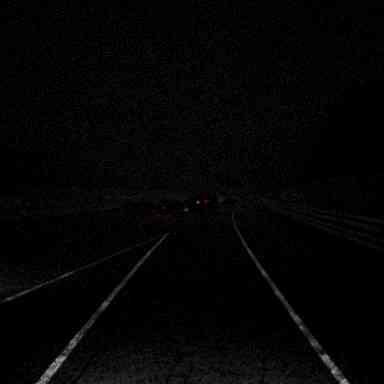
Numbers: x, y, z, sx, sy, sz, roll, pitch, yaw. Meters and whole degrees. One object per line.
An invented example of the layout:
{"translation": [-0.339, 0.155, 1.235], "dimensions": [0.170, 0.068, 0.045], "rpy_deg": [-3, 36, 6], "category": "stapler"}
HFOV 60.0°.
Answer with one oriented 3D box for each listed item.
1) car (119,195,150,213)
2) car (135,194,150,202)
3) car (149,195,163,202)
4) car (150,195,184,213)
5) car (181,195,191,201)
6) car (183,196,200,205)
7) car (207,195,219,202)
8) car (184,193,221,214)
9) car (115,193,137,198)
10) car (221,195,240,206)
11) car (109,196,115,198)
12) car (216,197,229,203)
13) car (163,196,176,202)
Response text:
{"translation": [-5.600, 1.342, 35.491], "dimensions": [1.882, 1.535, 5.008], "rpy_deg": [0, 0, 14], "category": "car"}
{"translation": [-12.136, 1.437, 82.268], "dimensions": [2.097, 1.767, 4.553], "rpy_deg": [0, 0, 14], "category": "car"}
{"translation": [-8.741, 1.588, 81.418], "dimensions": [1.837, 1.490, 4.892], "rpy_deg": [0, 0, 14], "category": "car"}
{"translation": [-2.199, 1.347, 34.654], "dimensions": [2.128, 1.511, 4.902], "rpy_deg": [0, 0, 14], "category": "car"}
{"translation": [-1.666, 1.702, 95.566], "dimensions": [1.812, 1.442, 4.674], "rpy_deg": [0, 0, 14], "category": "car"}
{"translation": [-0.062, 1.498, 58.037], "dimensions": [1.837, 1.490, 4.892], "rpy_deg": [0, 0, 14], "category": "car"}
{"translation": [4.947, 1.593, 78.452], "dimensions": [1.882, 1.535, 5.008], "rpy_deg": [0, 0, 14], "category": "car"}
{"translation": [1.207, 1.089, 33.825], "dimensions": [2.150, 2.045, 5.566], "rpy_deg": [0, 0, 14], "category": "car"}
{"translation": [-12.521, 1.221, 66.016], "dimensions": [2.150, 2.045, 5.566], "rpy_deg": [0, 0, 14], "category": "car"}
{"translation": [6.260, 1.499, 54.425], "dimensions": [1.837, 1.490, 4.892], "rpy_deg": [0, 0, 14], "category": "car"}
{"translation": [-15.916, 1.543, 66.860], "dimensions": [1.994, 1.385, 4.181], "rpy_deg": [0, 0, 14], "category": "car"}
{"translation": [6.420, 1.671, 69.767], "dimensions": [1.895, 1.301, 4.718], "rpy_deg": [0, 0, 14], "category": "car"}
{"translation": [-5.340, 1.647, 80.590], "dimensions": [1.994, 1.385, 4.181], "rpy_deg": [0, 0, 14], "category": "car"}
